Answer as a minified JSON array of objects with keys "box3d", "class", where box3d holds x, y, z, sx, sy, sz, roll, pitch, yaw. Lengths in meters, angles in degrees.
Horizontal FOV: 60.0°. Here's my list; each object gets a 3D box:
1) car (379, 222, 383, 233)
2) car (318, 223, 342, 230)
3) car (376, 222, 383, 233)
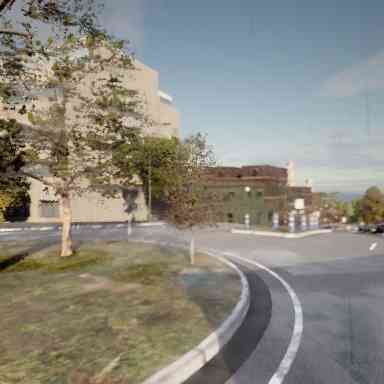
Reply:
[{"box3d":[33.083,6.069,56.253,2.097,1.767,4.553,-1,-6,33],"class":"car"},{"box3d":[33.993,8.780,83.352,4.892,1.521,2.231,0,-6,13],"class":"car"},{"box3d":[27.489,5.152,47.546,1.837,1.490,4.892,-1,-7,33],"class":"car"}]
